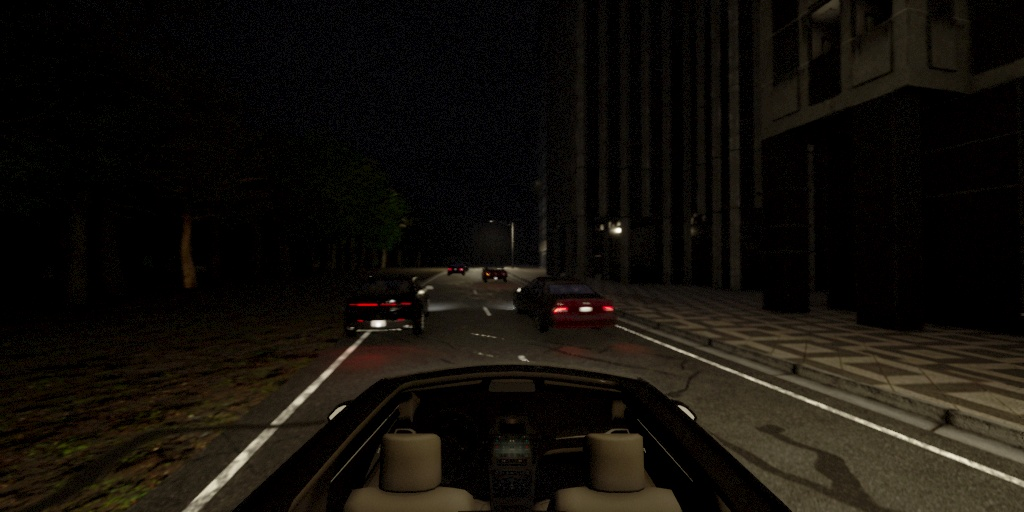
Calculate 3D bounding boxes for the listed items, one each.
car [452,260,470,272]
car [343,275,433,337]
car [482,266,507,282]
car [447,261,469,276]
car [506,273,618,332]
[{"bbox_3d":[-7.033,1.368,49.871,1.882,1.535,5.008,0,0,-3],"label":"car"},{"bbox_3d":[-3.444,1.290,10.486,1.837,1.490,4.892,0,0,-10],"label":"car"},{"bbox_3d":[-1.564,1.474,30.651,1.895,1.301,4.718,0,0,-7],"label":"car"},{"bbox_3d":[-6.060,1.417,39.466,2.033,1.411,5.357,0,0,-5],"label":"car"},{"bbox_3d":[1.353,1.362,11.240,2.033,1.411,5.357,0,0,-10],"label":"car"}]
